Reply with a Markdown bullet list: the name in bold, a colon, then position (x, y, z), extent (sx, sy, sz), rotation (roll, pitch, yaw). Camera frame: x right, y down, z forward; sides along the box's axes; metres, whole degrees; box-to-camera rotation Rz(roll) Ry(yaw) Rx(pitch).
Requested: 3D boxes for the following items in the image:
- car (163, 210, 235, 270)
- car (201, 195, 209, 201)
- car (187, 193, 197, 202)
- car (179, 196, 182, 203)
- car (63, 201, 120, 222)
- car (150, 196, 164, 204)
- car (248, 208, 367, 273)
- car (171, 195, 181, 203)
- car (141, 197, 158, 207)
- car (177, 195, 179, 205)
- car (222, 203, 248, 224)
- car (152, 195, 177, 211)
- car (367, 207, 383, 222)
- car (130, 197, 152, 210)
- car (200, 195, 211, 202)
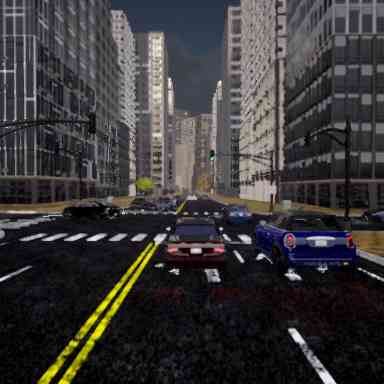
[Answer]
- **car**: position (0.102, 1.541, 10.978), extent (2.033, 1.411, 5.357), rotation (0, 0, 0)
- **car**: position (3.246, 1.413, 83.297), extent (1.837, 1.490, 4.892), rotation (0, 0, 0)
- **car**: position (-0.004, 1.156, 72.636), extent (2.150, 2.045, 5.566), rotation (0, 0, 0)
- **car**: position (-3.253, 1.549, 59.370), extent (1.895, 1.301, 4.718), rotation (0, 0, 0)
- **car**: position (-7.831, 1.413, 25.775), extent (4.902, 1.511, 2.128), rotation (1, 1, 27)
- **car**: position (-6.504, 1.491, 62.858), extent (2.033, 1.411, 5.357), rotation (0, 0, 0)
- **car**: position (3.349, 1.346, 10.755), extent (2.097, 1.767, 4.553), rotation (0, 0, 0)
- **car**: position (-3.254, 1.435, 69.449), extent (1.837, 1.490, 4.892), rotation (0, 0, 0)
- **car**: position (-6.563, 1.505, 52.188), extent (2.033, 1.411, 5.357), rotation (0, 0, 0)
- **car**: position (-3.327, 1.486, 49.394), extent (1.812, 1.442, 4.674), rotation (0, 0, 0)
- **car**: position (3.360, 1.573, 25.425), extent (2.033, 1.411, 5.357), rotation (1, 1, 0)
- **car**: position (-3.323, 1.323, 40.474), extent (2.097, 1.767, 4.553), rotation (0, 0, -1)
- **car**: position (16.631, 1.666, 26.636), extent (5.357, 1.411, 2.033), rotation (1, 1, 1)
- **car**: position (-6.596, 1.474, 42.308), extent (1.837, 1.490, 4.892), rotation (0, 0, 0)
- **car**: position (3.247, 1.524, 73.478), extent (1.895, 1.301, 4.718), rotation (0, 0, 0)
